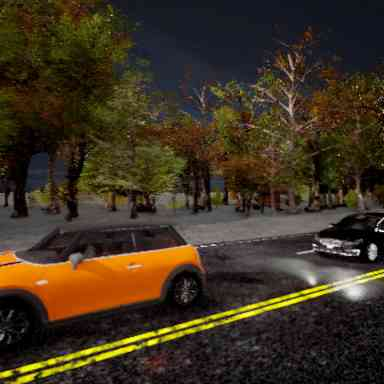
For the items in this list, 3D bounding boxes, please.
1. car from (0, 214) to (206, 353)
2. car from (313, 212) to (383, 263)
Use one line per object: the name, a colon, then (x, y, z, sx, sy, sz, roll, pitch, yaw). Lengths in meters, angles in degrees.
car: (-2.010, 1.351, 6.242, 4.553, 1.767, 2.097, 0, 0, -35)
car: (6.475, 1.544, 12.249, 4.892, 1.490, 1.837, 0, 0, -35)
